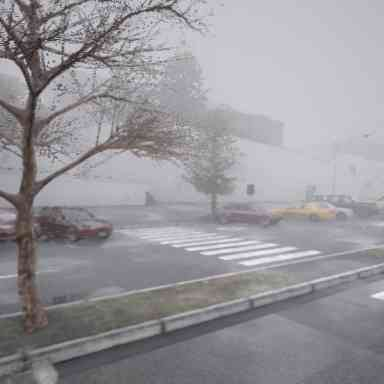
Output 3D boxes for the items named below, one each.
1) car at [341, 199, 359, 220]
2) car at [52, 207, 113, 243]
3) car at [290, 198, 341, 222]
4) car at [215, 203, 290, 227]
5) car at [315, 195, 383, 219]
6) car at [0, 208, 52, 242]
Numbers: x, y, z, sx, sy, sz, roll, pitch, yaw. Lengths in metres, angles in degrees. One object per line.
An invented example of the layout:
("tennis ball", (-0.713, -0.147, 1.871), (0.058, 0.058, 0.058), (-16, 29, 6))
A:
("car", (11.182, 1.576, 28.205), (4.674, 1.452, 2.002), (-1, -1, 35))
("car", (-5.916, 1.479, 16.008), (4.792, 1.488, 2.163), (-1, -1, 35))
("car", (8.581, 1.527, 26.561), (5.366, 1.575, 1.946), (-1, 0, 35))
("car", (3.868, 1.533, 22.967), (4.792, 1.488, 2.163), (-1, -1, 35))
("car", (13.660, 1.292, 29.933), (5.566, 2.045, 2.435), (-1, -1, 35))
("car", (-8.388, 1.476, 14.276), (4.674, 1.452, 2.002), (-1, 0, 35))
